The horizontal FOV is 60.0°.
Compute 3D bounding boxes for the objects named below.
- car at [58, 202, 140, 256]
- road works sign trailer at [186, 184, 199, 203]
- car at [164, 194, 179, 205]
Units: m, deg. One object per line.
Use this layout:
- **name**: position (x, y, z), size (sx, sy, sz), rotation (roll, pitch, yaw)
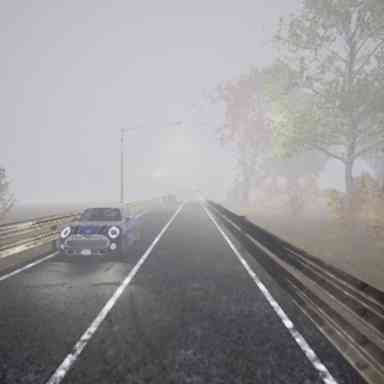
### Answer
- **car**: position (-3.342, 1.306, 12.754), size (2.097, 1.767, 4.553), rotation (0, 0, 0)
- **road works sign trailer**: position (0.083, 0.239, 61.983), size (2.380, 3.560, 2.880), rotation (0, 0, 0)
- **car**: position (-3.252, 1.157, 53.726), size (2.097, 1.767, 4.553), rotation (0, 0, 0)
